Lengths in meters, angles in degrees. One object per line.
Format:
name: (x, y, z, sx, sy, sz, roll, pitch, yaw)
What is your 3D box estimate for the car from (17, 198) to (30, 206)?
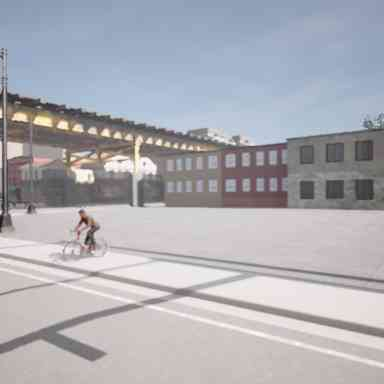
car: (-30.745, 1.805, 60.936, 1.853, 1.218, 4.536, 0, 0, -24)

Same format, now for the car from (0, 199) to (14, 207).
car: (-34.244, 1.987, 59.655, 4.974, 1.542, 2.038, -1, 0, 6)

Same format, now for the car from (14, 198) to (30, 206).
car: (-30.723, 1.962, 60.888, 2.038, 1.542, 4.974, 0, 0, -24)

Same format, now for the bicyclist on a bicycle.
bicyclist on a bicycle: (-3.362, 1.372, 10.547, 0.582, 1.620, 1.656, -1, -1, 35)

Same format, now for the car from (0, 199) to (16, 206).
car: (-34.297, 1.829, 59.661, 4.536, 1.218, 1.853, -1, 0, 6)
